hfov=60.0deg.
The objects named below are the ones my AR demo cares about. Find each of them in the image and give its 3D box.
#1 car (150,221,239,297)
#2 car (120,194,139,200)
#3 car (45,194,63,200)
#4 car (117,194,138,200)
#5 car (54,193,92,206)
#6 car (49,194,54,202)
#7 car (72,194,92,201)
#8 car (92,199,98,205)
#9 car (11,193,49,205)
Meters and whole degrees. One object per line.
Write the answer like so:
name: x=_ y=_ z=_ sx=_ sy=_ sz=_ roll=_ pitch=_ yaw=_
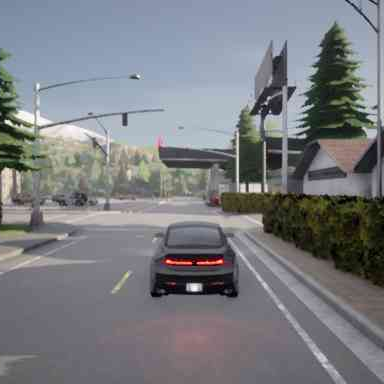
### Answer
car: x=0.061 y=1.498 z=8.527 sx=1.837 sy=1.490 sz=4.892 roll=0 pitch=0 yaw=0
car: x=-16.481 y=1.267 z=87.671 sx=4.514 sy=1.523 sz=2.007 roll=0 pitch=0 yaw=0
car: x=-35.077 y=1.314 z=84.576 sx=3.806 sy=1.475 sz=1.970 roll=0 pitch=0 yaw=0
car: x=-16.411 y=1.260 z=84.534 sx=5.027 sy=1.636 sz=2.152 roll=0 pitch=0 yaw=0
car: x=-16.760 y=1.038 z=46.949 sx=3.866 sy=1.878 sz=1.905 roll=0 pitch=0 yaw=0
car: x=-24.005 y=1.246 z=62.652 sx=4.514 sy=1.523 sz=2.007 roll=0 pitch=0 yaw=0
car: x=-24.018 y=1.259 z=72.645 sx=3.633 sy=1.501 sz=1.845 roll=0 pitch=0 yaw=0
car: x=-16.167 y=1.319 z=50.278 sx=3.806 sy=1.475 sz=1.970 roll=0 pitch=0 yaw=0
car: x=-24.646 y=1.056 z=50.192 sx=4.605 sy=1.855 sz=1.932 roll=0 pitch=0 yaw=0
